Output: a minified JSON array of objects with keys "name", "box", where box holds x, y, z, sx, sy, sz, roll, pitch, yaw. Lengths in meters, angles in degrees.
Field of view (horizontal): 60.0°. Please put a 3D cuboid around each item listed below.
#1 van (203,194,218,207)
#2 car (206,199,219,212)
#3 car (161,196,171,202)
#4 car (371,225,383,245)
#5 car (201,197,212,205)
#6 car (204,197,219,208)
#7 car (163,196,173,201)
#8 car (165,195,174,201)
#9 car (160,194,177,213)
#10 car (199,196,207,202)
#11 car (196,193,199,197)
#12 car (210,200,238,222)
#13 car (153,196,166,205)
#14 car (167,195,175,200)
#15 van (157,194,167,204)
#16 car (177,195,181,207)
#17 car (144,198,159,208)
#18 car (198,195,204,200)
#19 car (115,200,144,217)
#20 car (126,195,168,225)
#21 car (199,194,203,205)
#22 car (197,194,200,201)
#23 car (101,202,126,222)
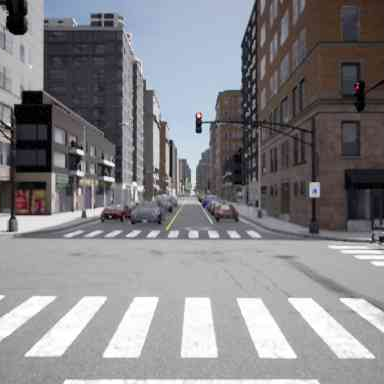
[{"name":"van","box":[2.629,1.357,43.183,1.690,1.788,3.998,1,0,0]},{"name":"car","box":[2.640,1.592,31.835,1.802,1.307,4.206,1,0,0]},{"name":"car","box":[-5.938,1.589,77.217,2.008,1.369,4.403,1,0,0]},{"name":"car","box":[9.887,1.607,13.396,4.902,1.511,2.128,0,-1,0]},{"name":"car","box":[2.607,1.608,60.202,1.802,1.307,4.206,1,0,0]},{"name":"car","box":[2.633,1.595,37.509,1.802,1.307,4.206,1,0,0]},{"name":"car","box":[-5.945,1.608,82.890,1.947,1.339,4.313,1,0,0]},{"name":"car","box":[-5.951,1.612,88.563,1.947,1.339,4.313,1,0,0]},{"name":"car","box":[-3.136,1.364,36.442,2.097,1.767,4.553,0,0,0]},{"name":"car","box":[2.588,1.564,77.392,1.752,1.417,4.829,1,0,0]},{"name":"car","box":[2.583,1.357,82.896,2.192,1.841,5.009,1,0,0]},{"name":"car","box":[2.646,1.590,26.162,1.802,1.307,4.206,1,0,0]},{"name":"car","box":[-5.917,1.466,60.199,1.967,1.590,4.097,1,0,0]},{"name":"car","box":[-5.957,1.593,94.236,1.887,1.381,4.507,1,0,0]},{"name":"van","box":[-5.923,1.371,65.872,1.690,1.788,3.998,1,0,0]},{"name":"car","box":[-3.131,1.583,49.658,1.994,1.385,4.181,0,0,1]},{"name":"car","box":[-5.905,1.601,48.853,1.802,1.307,4.206,1,0,0]},{"name":"car","box":[2.569,1.574,94.413,1.752,1.417,4.829,1,0,0]},{"name":"car","box":[-5.886,1.555,31.834,1.887,1.381,4.507,1,0,0]},{"name":"car","box":[-3.125,1.360,24.257,2.097,1.767,4.553,0,0,0]},{"name":"car","box":[2.623,1.334,48.856,2.192,1.841,5.009,1,0,0]},{"name":"car","box":[2.594,1.600,71.549,1.947,1.339,4.313,1,0,0]},{"name":"car","box":[-5.879,1.553,26.161,1.887,1.381,4.507,1,0,0]}]
